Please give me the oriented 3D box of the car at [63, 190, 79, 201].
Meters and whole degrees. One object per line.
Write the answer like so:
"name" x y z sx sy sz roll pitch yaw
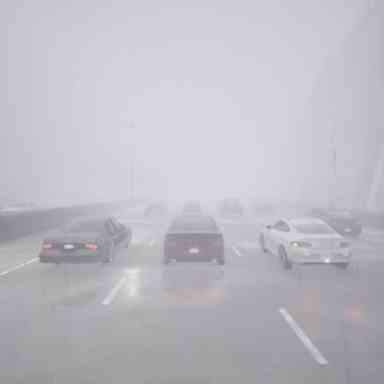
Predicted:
"car" -24.719 0.676 68.757 2.150 2.045 5.566 0 1 0

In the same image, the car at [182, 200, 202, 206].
"car" -0.005 1.478 32.794 1.812 1.442 4.674 0 0 0

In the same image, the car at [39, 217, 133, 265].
"car" -3.439 1.576 11.778 2.033 1.411 5.357 0 0 0

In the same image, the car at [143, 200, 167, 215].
"car" -3.504 1.479 32.785 1.812 1.442 4.674 0 0 0

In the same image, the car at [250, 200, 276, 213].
"car" 6.995 1.477 32.799 1.812 1.442 4.674 0 0 0

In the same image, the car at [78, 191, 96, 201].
"car" -21.219 0.928 68.803 1.882 1.535 5.008 0 1 0

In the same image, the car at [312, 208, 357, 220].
"car" 7.032 1.548 17.356 1.812 1.442 4.674 0 0 0

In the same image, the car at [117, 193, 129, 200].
"car" -14.219 0.974 68.827 2.128 1.511 4.902 0 1 0

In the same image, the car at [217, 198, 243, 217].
"car" 3.498 1.313 31.488 2.097 1.767 4.553 0 0 0

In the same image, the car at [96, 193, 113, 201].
"car" -17.719 0.973 68.815 1.812 1.442 4.674 0 1 0

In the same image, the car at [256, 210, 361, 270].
"car" 3.559 1.552 11.071 1.812 1.442 4.674 0 0 0

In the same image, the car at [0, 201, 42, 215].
"car" -14.184 1.513 27.830 1.812 1.442 4.674 0 0 0

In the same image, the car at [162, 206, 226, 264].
"car" 0.058 1.505 11.923 1.882 1.535 5.008 0 0 0
